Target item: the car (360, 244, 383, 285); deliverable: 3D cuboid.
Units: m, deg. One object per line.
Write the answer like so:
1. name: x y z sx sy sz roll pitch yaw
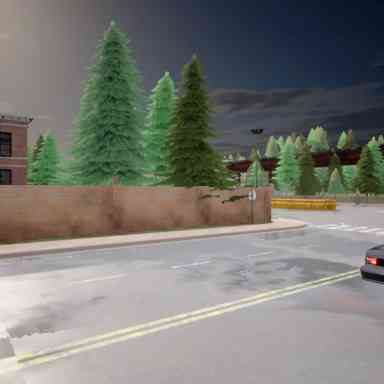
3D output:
1. car: 6.300 1.547 8.225 5.357 1.411 2.033 0 0 -35
